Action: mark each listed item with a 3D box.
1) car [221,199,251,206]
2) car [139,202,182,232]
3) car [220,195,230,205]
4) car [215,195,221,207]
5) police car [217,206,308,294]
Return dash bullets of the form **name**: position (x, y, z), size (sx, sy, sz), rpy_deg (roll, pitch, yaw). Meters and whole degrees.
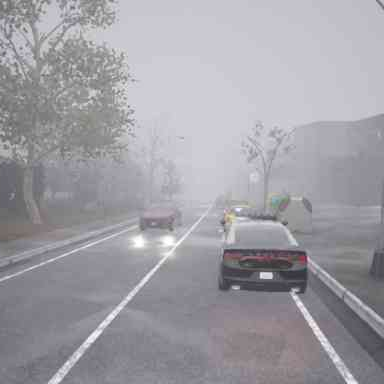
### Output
- **car**: position (2.771, 1.406, 19.117), size (1.801, 1.575, 5.366), rpy_deg (1, 0, 6)
- **car**: position (-1.739, 1.381, 19.805), size (1.882, 1.535, 5.008), rpy_deg (1, 0, 6)
- **car**: position (3.377, 1.278, 24.893), size (2.097, 1.767, 4.553), rpy_deg (1, 0, 6)
- **car**: position (4.465, 1.165, 48.046), size (2.097, 1.767, 4.553), rpy_deg (0, 0, 3)
- **police car**: position (1.716, 1.414, 9.045), size (1.930, 1.638, 5.238), rpy_deg (1, 0, 6)
